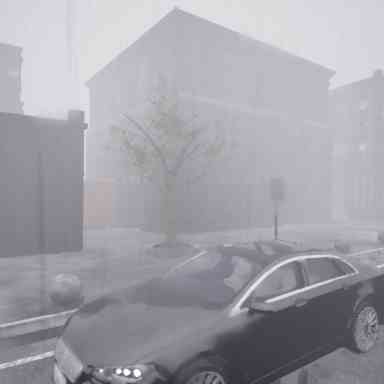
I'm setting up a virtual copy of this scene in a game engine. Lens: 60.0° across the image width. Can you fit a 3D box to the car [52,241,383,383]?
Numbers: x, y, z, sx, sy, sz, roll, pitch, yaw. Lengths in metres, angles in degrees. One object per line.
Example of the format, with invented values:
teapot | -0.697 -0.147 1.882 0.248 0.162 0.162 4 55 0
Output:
car | 0.766 1.492 4.527 4.902 1.511 2.128 0 0 -35
